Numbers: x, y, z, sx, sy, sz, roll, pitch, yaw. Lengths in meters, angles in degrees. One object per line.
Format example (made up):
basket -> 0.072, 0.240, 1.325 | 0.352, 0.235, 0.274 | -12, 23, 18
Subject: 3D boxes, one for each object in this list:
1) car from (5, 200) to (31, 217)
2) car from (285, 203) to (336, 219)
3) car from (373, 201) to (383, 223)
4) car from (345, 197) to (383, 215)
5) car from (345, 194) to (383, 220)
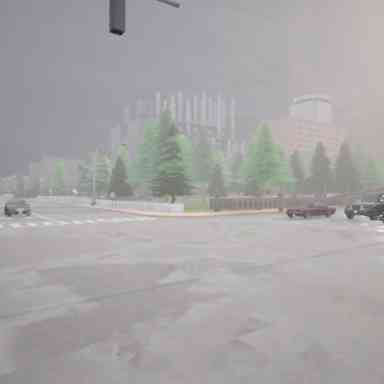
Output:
car -> -16.458, 1.490, 31.372 | 2.128, 1.511, 4.902 | 0, 0, -33
car -> 10.175, 1.579, 28.465 | 4.718, 1.301, 1.895 | 0, 0, -34
car -> 15.347, 1.519, 23.516 | 5.357, 1.411, 2.033 | 0, 0, -35
car -> 17.833, 1.404, 33.876 | 5.008, 1.535, 1.882 | -1, 1, -35
car -> 15.008, 1.190, 27.560 | 5.566, 2.045, 2.150 | 0, 0, -35
